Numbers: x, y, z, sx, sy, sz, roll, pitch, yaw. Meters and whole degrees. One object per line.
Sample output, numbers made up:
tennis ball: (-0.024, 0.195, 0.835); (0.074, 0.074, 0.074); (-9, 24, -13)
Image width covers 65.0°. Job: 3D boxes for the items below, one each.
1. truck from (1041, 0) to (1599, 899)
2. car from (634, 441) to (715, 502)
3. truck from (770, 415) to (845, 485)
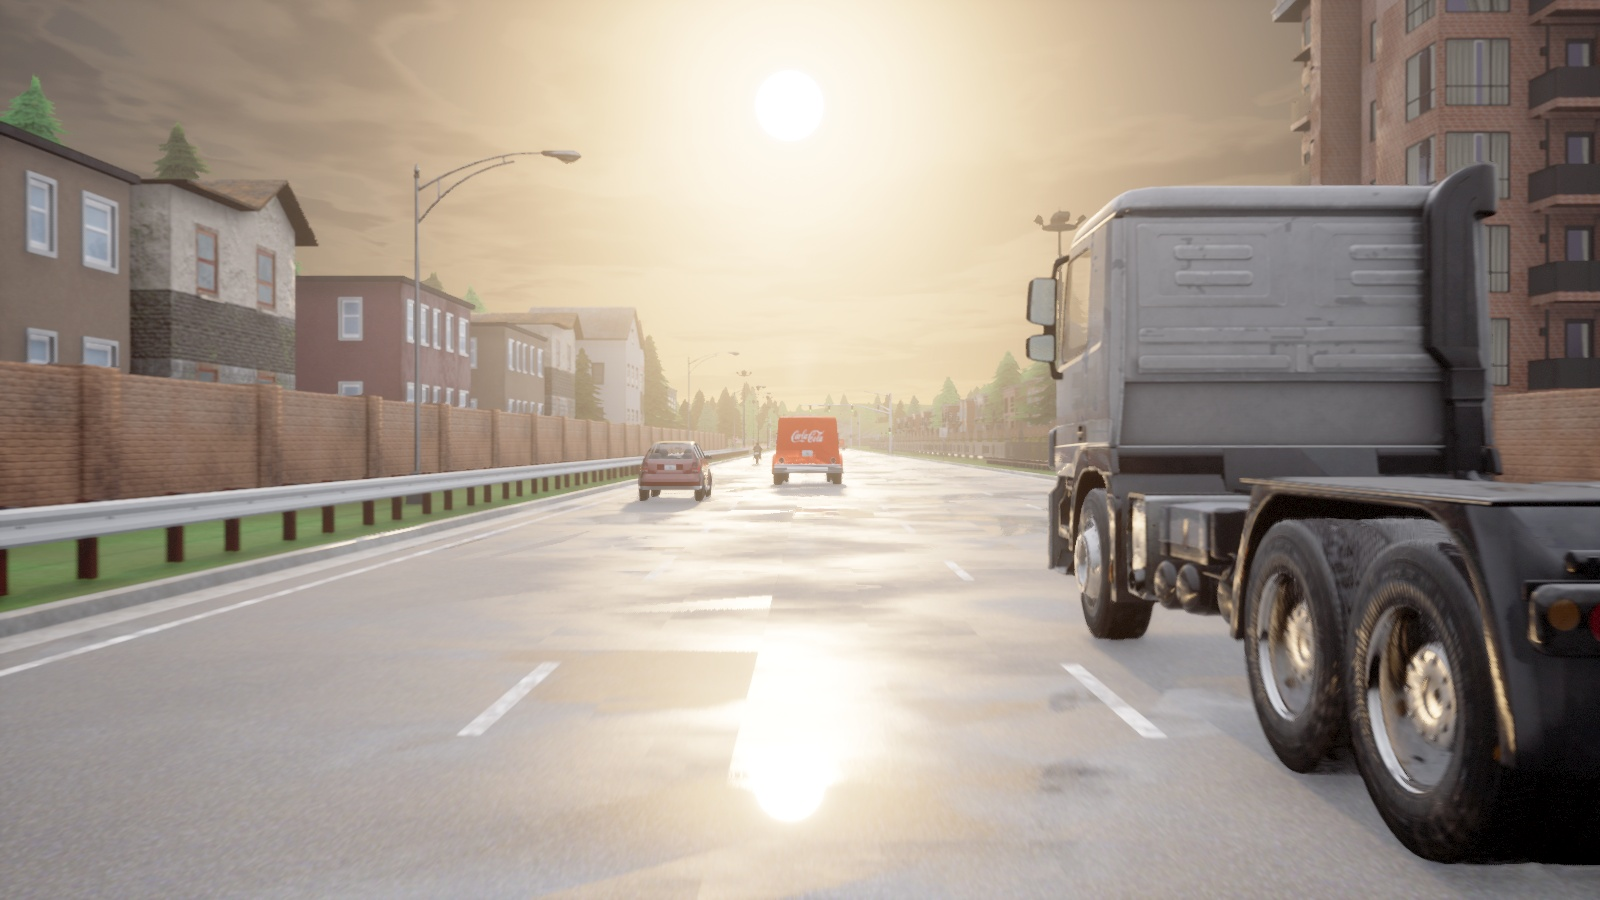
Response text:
truck: (3.557, -0.272, 7.114); (2.891, 3.462, 7.936); (0, 0, 0)
car: (-3.294, 0.534, 33.632); (1.789, 1.549, 3.705); (0, 0, 0)
truck: (0.283, -0.003, 46.947); (2.627, 2.467, 5.204); (0, 0, 0)
